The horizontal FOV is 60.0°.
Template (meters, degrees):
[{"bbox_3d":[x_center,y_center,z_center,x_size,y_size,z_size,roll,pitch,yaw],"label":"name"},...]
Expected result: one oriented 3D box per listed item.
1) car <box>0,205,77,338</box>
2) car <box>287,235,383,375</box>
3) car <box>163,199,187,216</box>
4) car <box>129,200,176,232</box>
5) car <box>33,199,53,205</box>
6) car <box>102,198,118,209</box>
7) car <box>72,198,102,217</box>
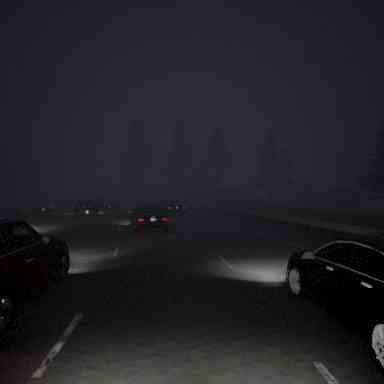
[{"bbox_3d":[-4.019,1.316,6.586,2.097,1.767,4.553,0,0,-5],"label":"car"},{"bbox_3d":[3.112,1.459,5.410,1.837,1.490,4.892,0,0,-4],"label":"car"},{"bbox_3d":[-2.083,1.348,29.846,2.033,1.411,5.357,0,0,-20],"label":"car"},{"bbox_3d":[-2.553,1.422,19.157,2.033,1.411,5.357,0,0,-14],"label":"car"},{"bbox_3d":[-15.460,1.405,34.427,1.895,1.301,4.718,0,0,-26],"label":"car"},{"bbox_3d":[-10.361,1.356,39.644,1.895,1.301,4.718,0,0,-28],"label":"car"},{"bbox_3d":[-9.230,1.331,28.786,1.837,1.490,4.892,0,0,-21],"label":"car"}]
